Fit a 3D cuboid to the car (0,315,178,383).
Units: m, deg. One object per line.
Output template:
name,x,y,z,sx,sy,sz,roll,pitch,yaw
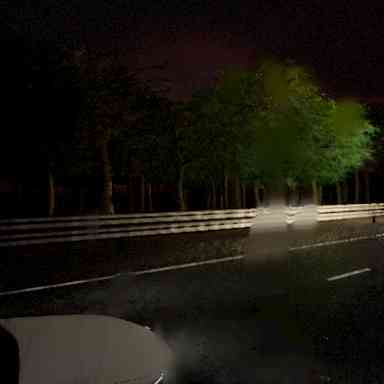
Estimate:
car,-2.259,1.526,2.142,4.674,1.442,1.812,0,0,-35
